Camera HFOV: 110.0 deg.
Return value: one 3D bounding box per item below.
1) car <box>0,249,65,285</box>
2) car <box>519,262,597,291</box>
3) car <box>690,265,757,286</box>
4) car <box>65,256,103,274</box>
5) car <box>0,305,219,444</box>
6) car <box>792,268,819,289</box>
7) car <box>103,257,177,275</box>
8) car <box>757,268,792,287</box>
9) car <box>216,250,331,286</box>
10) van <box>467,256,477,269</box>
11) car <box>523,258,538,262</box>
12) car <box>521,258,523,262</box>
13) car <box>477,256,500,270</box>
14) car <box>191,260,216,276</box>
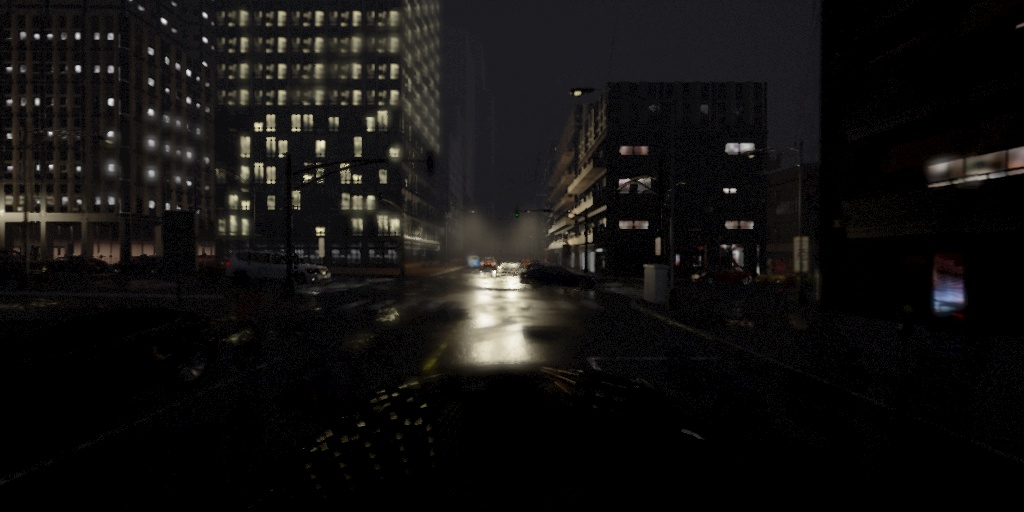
[{"bbox_3d":[-27.390,0.535,18.744,5.009,1.841,2.192,0,0,-1],"label":"car"},{"bbox_3d":[2.757,1.301,21.779,4.674,1.442,1.812,1,0,-1],"label":"car"},{"bbox_3d":[16.007,1.431,27.629,4.097,1.591,1.967,0,0,-1],"label":"car"},{"bbox_3d":[-33.114,0.645,27.059,4.207,1.307,1.802,0,0,-1],"label":"car"},{"bbox_3d":[-5.691,1.307,4.182,1.948,1.339,4.313,0,0,0],"label":"car"},{"bbox_3d":[23.414,1.370,25.114,5.566,2.045,2.150,1,0,-1],"label":"car"},{"bbox_3d":[-27.495,0.734,27.124,4.313,1.339,1.948,0,0,-1],"label":"car"},{"bbox_3d":[21.359,1.621,27.691,4.829,1.417,1.751,0,0,-1],"label":"car"},{"bbox_3d":[-13.971,0.772,21.583,5.566,2.045,2.150,3,0,-1],"label":"car"},{"bbox_3d":[-5.703,0.937,53.793,1.690,1.789,3.998,0,0,0],"label":"van"},{"bbox_3d":[2.681,1.191,43.829,1.948,1.339,4.313,0,0,0],"label":"car"},{"bbox_3d":[2.678,1.143,53.796,1.888,1.381,4.507,0,0,0],"label":"car"},{"bbox_3d":[-3.084,0.965,47.934,2.097,1.767,4.553,0,0,0],"label":"car"},{"bbox_3d":[-22.051,0.799,27.275,4.829,1.417,1.751,0,0,-1],"label":"car"}]
